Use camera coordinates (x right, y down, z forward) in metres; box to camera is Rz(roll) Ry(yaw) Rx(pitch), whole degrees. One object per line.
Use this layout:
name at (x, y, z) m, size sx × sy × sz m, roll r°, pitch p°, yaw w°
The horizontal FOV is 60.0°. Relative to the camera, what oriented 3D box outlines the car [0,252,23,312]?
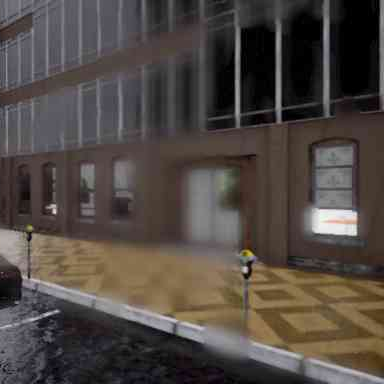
car at (-4.974, 1.535, 6.419) m, size 4.403 × 1.369 × 2.008 m, roll 0°, pitch 0°, yaw 35°
